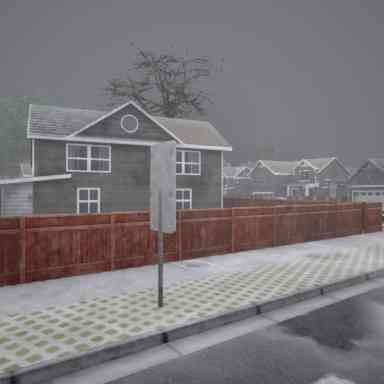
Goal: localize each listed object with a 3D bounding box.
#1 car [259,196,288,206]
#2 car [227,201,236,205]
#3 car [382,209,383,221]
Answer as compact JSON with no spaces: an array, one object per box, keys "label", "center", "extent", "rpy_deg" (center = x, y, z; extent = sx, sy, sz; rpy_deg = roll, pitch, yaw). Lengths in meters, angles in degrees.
[{"label":"car","center":[9.171,1.238,35.543],"extent":[2.097,1.767,4.553],"rpy_deg":[0,0,-27]},{"label":"car","center":[4.846,1.367,44.667],"extent":[1.812,1.442,4.674],"rpy_deg":[0,0,-26]},{"label":"car","center":[13.253,1.497,26.260],"extent":[1.994,1.385,4.181],"rpy_deg":[0,0,-23]}]
